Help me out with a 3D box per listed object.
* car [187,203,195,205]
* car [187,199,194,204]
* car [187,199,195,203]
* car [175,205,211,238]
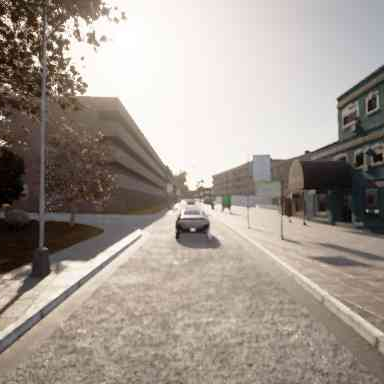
[{"bbox_3d":[-0.026,2.244,37.423,1.812,1.442,4.674,0,-1,0],"label":"car"},{"bbox_3d":[-0.308,2.613,91.637,1.895,1.301,4.718,0,-1,0],"label":"car"},{"bbox_3d":[-0.275,2.627,81.592,1.994,1.385,4.181,0,-1,0],"label":"car"},{"bbox_3d":[0.037,1.718,19.066,2.128,1.511,4.902,0,-1,0],"label":"car"}]
